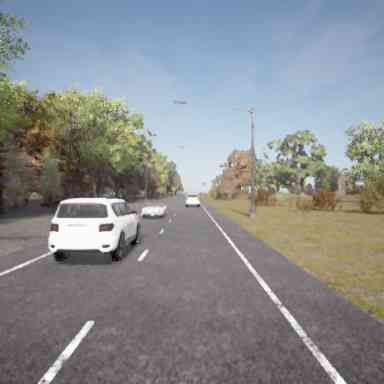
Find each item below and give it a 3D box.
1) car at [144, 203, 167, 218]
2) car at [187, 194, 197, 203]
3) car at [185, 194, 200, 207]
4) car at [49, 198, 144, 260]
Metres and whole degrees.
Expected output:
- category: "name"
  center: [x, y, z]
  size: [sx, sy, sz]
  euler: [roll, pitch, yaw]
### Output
- category: "car"
  center: [-3.392, 1.655, 30.941]
  size: [1.895, 1.301, 4.718]
  euler: [0, 0, 0]
- category: "car"
  center: [0.021, 1.359, 72.941]
  size: [2.150, 2.045, 5.566]
  euler: [0, 0, 0]
- category: "car"
  center: [0.116, 1.317, 53.648]
  size: [2.150, 2.045, 5.566]
  euler: [0, 0, 0]
- category: "car"
  center: [-3.398, 1.243, 12.614]
  size: [2.150, 2.045, 5.566]
  euler: [0, 0, 0]
